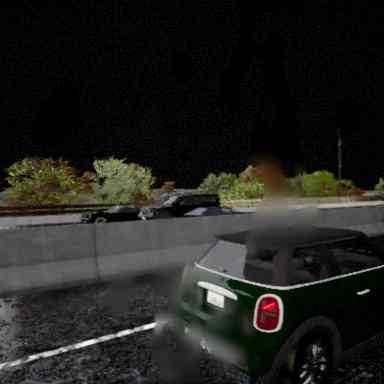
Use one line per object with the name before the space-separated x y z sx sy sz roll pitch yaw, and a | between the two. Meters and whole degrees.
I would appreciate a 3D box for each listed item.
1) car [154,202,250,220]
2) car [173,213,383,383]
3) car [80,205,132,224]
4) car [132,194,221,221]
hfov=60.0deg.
car | 0.960 1.462 17.523 5.357 1.411 2.033 -1 0 -35
car | 2.024 1.316 5.306 4.553 1.767 2.097 -1 0 -35
car | -4.846 1.530 21.993 4.718 1.301 1.895 -1 0 -35
car | -0.543 1.130 20.742 5.566 2.045 2.150 -1 0 -35
